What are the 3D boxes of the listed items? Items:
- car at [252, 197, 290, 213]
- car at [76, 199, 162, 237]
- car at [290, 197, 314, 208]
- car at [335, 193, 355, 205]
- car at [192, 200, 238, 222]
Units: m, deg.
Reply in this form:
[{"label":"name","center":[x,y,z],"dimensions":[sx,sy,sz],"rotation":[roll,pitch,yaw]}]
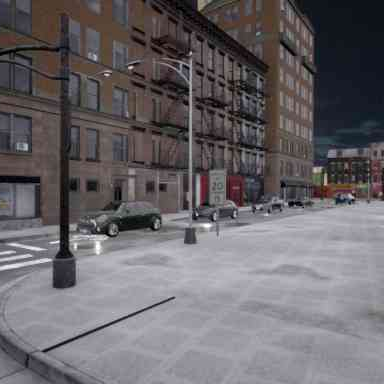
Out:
[{"label":"car","center":[7.561,1.222,32.846],"dimensions":[2.128,1.511,4.902],"rotation":[0,1,36]},{"label":"car","center":[-3.666,1.218,17.286],"dimensions":[2.097,1.767,4.553],"rotation":[0,1,37]},{"label":"car","center":[13.432,1.267,40.946],"dimensions":[1.895,1.301,4.718],"rotation":[0,1,36]},{"label":"car","center":[22.878,0.953,49.538],"dimensions":[2.097,1.767,4.553],"rotation":[0,1,36]},{"label":"car","center":[1.740,1.304,24.759],"dimensions":[1.837,1.490,4.892],"rotation":[0,1,36]}]
